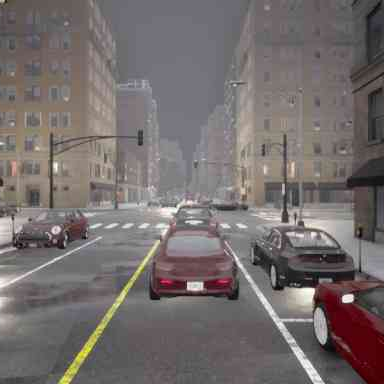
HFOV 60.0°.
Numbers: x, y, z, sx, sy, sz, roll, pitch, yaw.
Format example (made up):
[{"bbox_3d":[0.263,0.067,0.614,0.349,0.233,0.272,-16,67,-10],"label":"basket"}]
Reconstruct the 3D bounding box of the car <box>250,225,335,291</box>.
[{"bbox_3d":[2.660,1.553,8.805,2.008,1.369,4.403,0,0,0],"label":"car"}]

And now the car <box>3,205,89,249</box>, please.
[{"bbox_3d":[-5.874,1.444,14.278,1.967,1.590,4.097,0,0,0],"label":"car"}]

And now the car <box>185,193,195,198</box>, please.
[{"bbox_3d":[-0.521,1.339,79.459,2.150,2.045,5.566,0,0,-1],"label":"car"}]

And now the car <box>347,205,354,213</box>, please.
[{"bbox_3d":[19.889,1.670,37.247,4.674,1.442,1.812,0,0,0],"label":"car"}]

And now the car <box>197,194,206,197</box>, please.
[{"bbox_3d":[2.324,1.593,63.915,1.752,1.417,4.829,0,0,-1],"label":"car"}]

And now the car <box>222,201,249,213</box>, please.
[{"bbox_3d":[3.823,1.636,37.126,4.718,1.301,1.895,1,0,-1],"label":"car"}]

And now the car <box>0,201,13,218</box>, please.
[{"bbox_3d":[-17.339,1.251,27.016,4.553,1.767,2.097,0,0,0],"label":"car"}]

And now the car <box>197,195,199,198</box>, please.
[{"bbox_3d":[2.388,1.620,58.238,1.947,1.339,4.313,0,0,-1],"label":"car"}]

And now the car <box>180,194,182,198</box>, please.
[{"bbox_3d":[-3.408,1.602,67.325,1.812,1.442,4.674,0,0,0],"label":"car"}]

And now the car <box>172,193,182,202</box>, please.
[{"bbox_3d":[-3.504,1.333,77.855,2.150,2.045,5.566,0,0,-1],"label":"car"}]

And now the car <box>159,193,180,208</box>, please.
[{"bbox_3d":[-3.254,1.388,48.523,2.097,1.767,4.553,0,0,-1],"label":"car"}]

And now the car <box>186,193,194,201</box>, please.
[{"bbox_3d":[-0.642,1.380,90.177,2.150,2.045,5.566,0,0,-1],"label":"car"}]

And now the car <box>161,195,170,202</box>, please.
[{"bbox_3d":[-6.384,1.556,80.178,1.967,1.590,4.097,0,0,-1],"label":"car"}]

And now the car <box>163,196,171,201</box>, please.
[{"bbox_3d":[-6.446,1.718,85.685,1.802,1.307,4.206,0,0,-1],"label":"car"}]

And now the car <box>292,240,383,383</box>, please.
[{"bbox_3d":[2.670,1.545,3.313,1.887,1.381,4.507,0,0,0],"label":"car"}]

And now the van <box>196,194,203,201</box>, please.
[{"bbox_3d":[2.018,1.500,91.279,1.690,1.788,3.998,0,0,-1],"label":"van"}]

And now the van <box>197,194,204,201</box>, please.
[{"bbox_3d":[2.080,1.478,85.773,1.690,1.788,3.998,0,0,-1],"label":"van"}]

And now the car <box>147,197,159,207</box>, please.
[{"bbox_3d":[-6.075,1.593,52.639,2.008,1.369,4.403,0,0,-1],"label":"car"}]

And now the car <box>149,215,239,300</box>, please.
[{"bbox_3d":[0.022,1.528,8.287,1.812,1.442,4.674,0,0,-1],"label":"car"}]

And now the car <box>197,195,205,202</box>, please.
[{"bbox_3d":[2.141,1.557,80.265,1.967,1.590,4.097,0,0,-1],"label":"car"}]

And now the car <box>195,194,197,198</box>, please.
[{"bbox_3d":[2.265,1.396,69.252,2.192,1.841,5.009,0,0,-1],"label":"car"}]

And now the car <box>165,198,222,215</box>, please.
[{"bbox_3d":[0.071,1.357,15.647,2.097,1.767,4.553,0,0,0],"label":"car"}]

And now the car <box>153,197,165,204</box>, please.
[{"bbox_3d":[-6.199,1.611,63.655,1.887,1.381,4.507,0,0,-1],"label":"car"}]

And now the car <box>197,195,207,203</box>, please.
[{"bbox_3d":[2.203,1.538,74.759,1.967,1.590,4.097,0,0,-1],"label":"car"}]

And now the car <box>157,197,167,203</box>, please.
[{"bbox_3d":[-6.261,1.663,69.162,1.802,1.307,4.206,0,0,-1],"label":"car"}]

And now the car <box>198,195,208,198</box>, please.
[{"bbox_3d":[2.449,1.588,52.731,1.887,1.381,4.507,0,0,-1],"label":"car"}]
